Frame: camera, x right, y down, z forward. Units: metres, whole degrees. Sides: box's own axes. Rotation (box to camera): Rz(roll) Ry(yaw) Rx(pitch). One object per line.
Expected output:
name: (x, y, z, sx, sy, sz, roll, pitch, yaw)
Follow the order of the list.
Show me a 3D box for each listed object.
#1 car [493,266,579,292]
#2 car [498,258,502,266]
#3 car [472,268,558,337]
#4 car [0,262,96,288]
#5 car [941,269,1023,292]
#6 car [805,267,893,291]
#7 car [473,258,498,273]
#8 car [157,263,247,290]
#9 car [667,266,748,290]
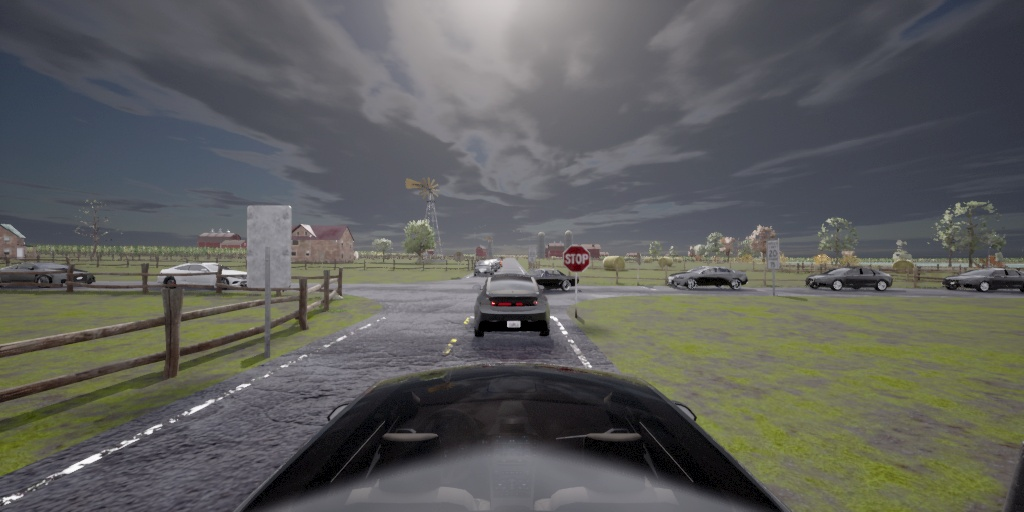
car: (1.509, 1.369, 20.370, 4.718, 1.301, 1.895, 1, 0, -35)
car: (-2.828, 1.242, 46.458, 2.128, 1.511, 4.902, 0, 0, 0)
car: (-0.069, 1.256, 10.324, 1.837, 1.490, 4.892, 0, 0, -3)
car: (-26.354, 1.048, 20.173, 4.181, 1.385, 1.994, 1, -1, -1)
car: (31.714, 1.587, 23.874, 4.892, 1.490, 1.837, 1, -1, -1)
car: (22.211, 1.500, 23.758, 4.892, 1.490, 1.837, 1, -1, -1)
car: (-2.840, 1.243, 37.012, 2.128, 1.511, 4.902, 0, 0, 0)
car: (-17.234, 1.104, 20.290, 4.674, 1.442, 1.812, 1, -1, -1)
car: (12.810, 1.397, 23.592, 4.902, 1.511, 2.128, 1, -1, -2)
